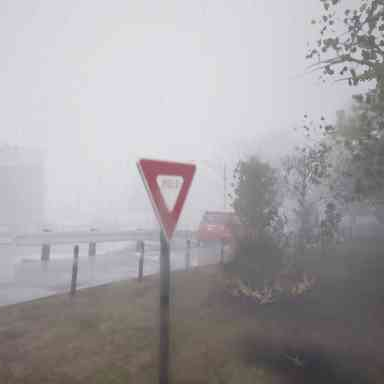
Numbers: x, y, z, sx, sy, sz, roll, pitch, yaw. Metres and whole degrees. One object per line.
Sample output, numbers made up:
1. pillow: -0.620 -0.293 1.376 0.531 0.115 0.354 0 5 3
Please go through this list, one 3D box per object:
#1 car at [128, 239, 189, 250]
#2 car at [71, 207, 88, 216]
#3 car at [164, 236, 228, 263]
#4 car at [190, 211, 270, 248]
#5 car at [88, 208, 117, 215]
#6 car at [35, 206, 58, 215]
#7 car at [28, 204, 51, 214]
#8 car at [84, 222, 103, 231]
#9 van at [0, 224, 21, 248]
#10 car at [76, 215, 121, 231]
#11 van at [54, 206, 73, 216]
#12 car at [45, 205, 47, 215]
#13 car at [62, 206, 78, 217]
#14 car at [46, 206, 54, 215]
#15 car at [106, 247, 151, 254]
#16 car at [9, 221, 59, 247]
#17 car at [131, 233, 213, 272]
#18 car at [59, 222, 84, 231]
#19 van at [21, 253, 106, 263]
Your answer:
1. car: -3.340 4.404 22.535 5.566 2.045 2.435 1 1 17
2. car: -20.328 4.170 64.128 1.946 1.575 5.366 0 1 19
3. car: 0.368 4.685 27.358 4.792 1.488 2.163 1 1 17
4. car: 2.594 2.154 18.783 2.150 2.045 5.566 1 -4 39
5. car: -15.689 3.999 60.169 2.435 2.045 5.566 1 1 19
6. car: -32.103 4.035 73.348 2.002 1.452 4.674 0 1 19
7. car: -34.425 3.833 75.259 2.185 1.767 4.553 1 1 19
8. car: -13.053 4.474 37.706 4.792 1.488 2.163 0 0 17
9. van: -18.565 4.219 30.662 4.442 1.987 1.878 0 0 17
10. car: -11.317 4.193 40.051 5.566 2.045 2.435 0 0 17
11. van: -25.109 3.880 67.589 1.878 1.987 4.442 1 1 19
12. car: -29.778 3.905 71.436 2.185 1.767 4.553 0 1 19
13. car: -22.738 4.180 65.825 2.002 1.452 4.674 0 1 19
14. car: -27.412 4.067 69.589 2.097 1.535 5.008 1 1 19
15. car: -5.114 4.531 20.117 4.553 1.767 2.185 2 1 17
16. car: -16.634 4.193 32.985 5.566 2.045 2.435 0 0 17
17. car: -1.455 4.405 24.946 5.566 2.045 2.435 1 1 17
18. car: -14.842 4.193 35.340 5.566 2.045 2.435 0 0 17
19. van: -6.858 4.433 17.696 4.442 1.987 1.878 1 1 17
